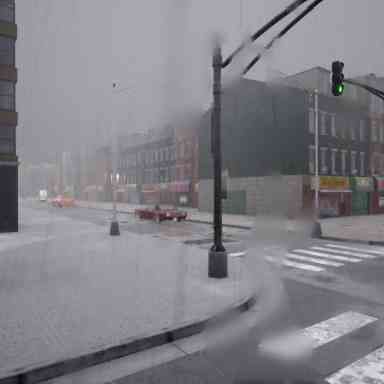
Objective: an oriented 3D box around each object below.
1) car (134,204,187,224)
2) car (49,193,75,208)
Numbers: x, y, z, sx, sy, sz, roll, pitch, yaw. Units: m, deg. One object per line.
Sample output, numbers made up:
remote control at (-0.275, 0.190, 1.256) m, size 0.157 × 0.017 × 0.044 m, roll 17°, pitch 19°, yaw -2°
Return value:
car at (-2.415, 1.529, 24.232) m, size 1.895 × 1.301 × 4.718 m, roll 0°, pitch 0°, yaw -36°
car at (-17.499, 1.196, 45.244) m, size 2.097 × 1.767 × 4.553 m, roll 0°, pitch 0°, yaw -35°
